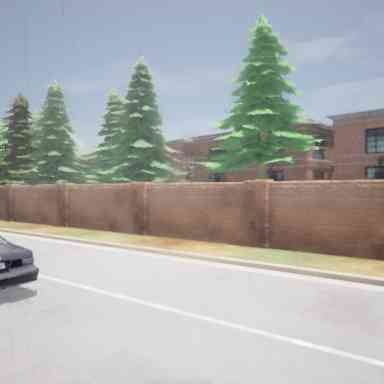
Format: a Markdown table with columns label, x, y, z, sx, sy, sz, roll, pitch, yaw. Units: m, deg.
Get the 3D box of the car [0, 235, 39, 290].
| label | x | y | z | sx | sy | sz | roll | pitch | yaw |
| --- | --- | --- | --- | --- | --- | --- | --- | --- | --- |
| car | -5.838 | 1.490 | 7.920 | 5.357 | 1.411 | 2.033 | 0 | 0 | 35 |
